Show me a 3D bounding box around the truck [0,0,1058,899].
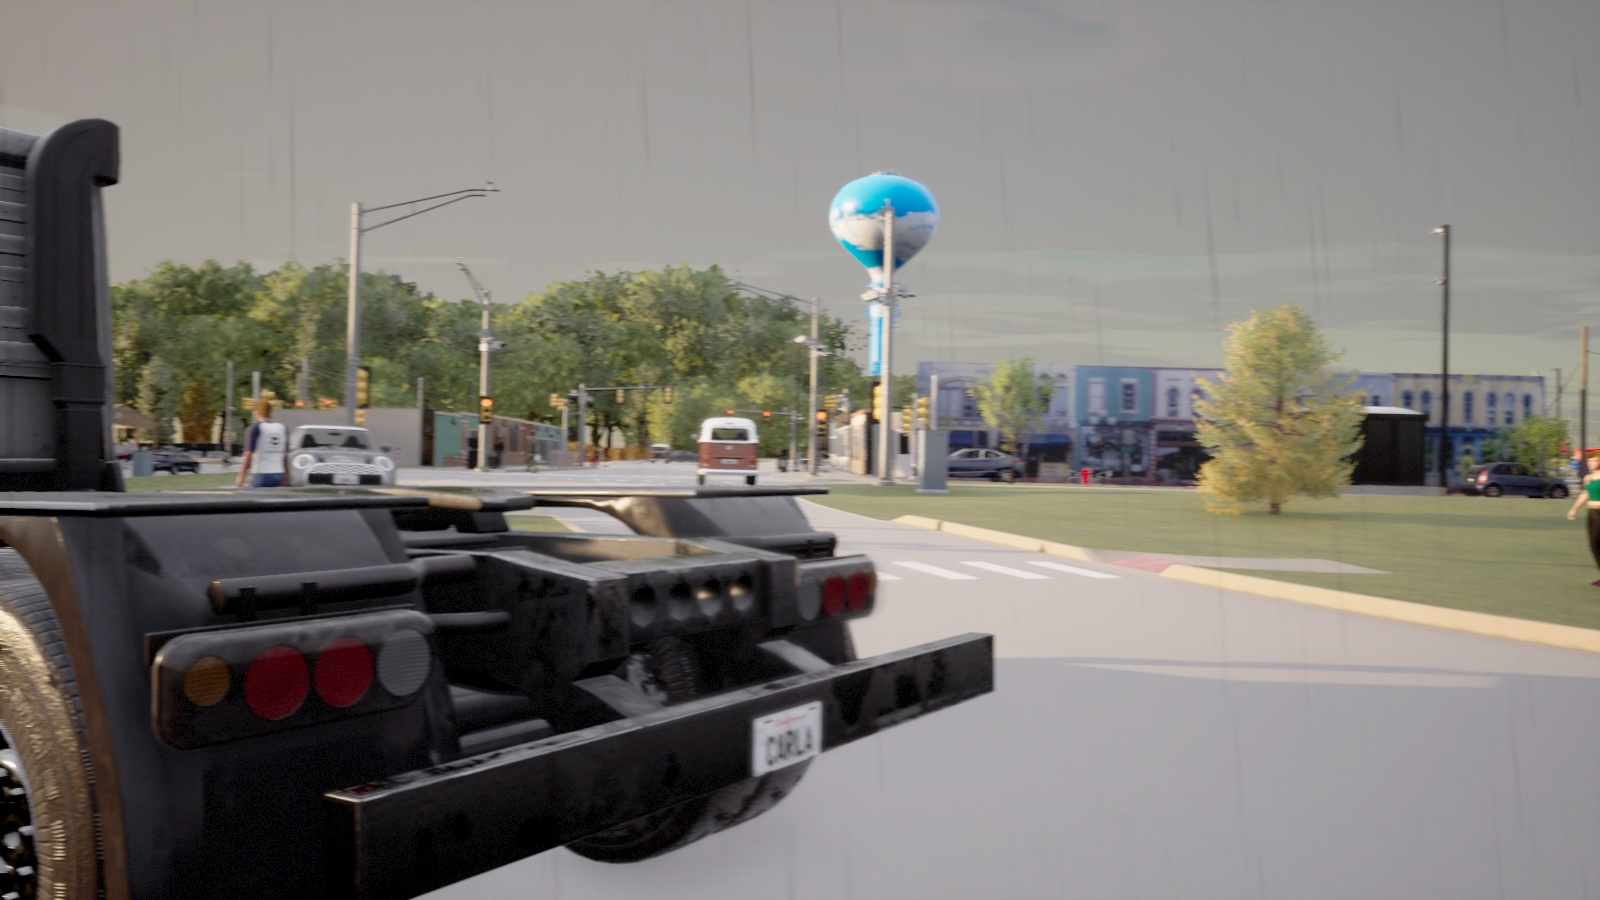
[{"bbox_3d":[-3.257,-0.185,5.342,7.936,3.462,2.891,-2,-1,33],"label":"truck"}]

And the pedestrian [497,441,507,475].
[{"bbox_3d":[-16.996,0.445,71.676,0.402,1.930,0.666,0,-1,1],"label":"pedestrian"}]

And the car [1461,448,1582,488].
[{"bbox_3d":[30.142,0.748,52.523,3.988,1.617,1.851,0,-1,-1],"label":"car"}]

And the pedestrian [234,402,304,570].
[{"bbox_3d":[-5.932,0.398,14.031,0.706,1.836,0.354,0,-1,30],"label":"pedestrian"}]

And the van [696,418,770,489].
[{"bbox_3d":[-2.120,0.108,38.407,2.069,2.038,4.480,0,0,-5],"label":"van"}]

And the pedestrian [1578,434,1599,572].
[{"bbox_3d":[10.858,0.711,16.877,0.594,1.836,0.345,0,-1,-7],"label":"pedestrian"}]

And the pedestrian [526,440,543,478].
[{"bbox_3d":[-13.000,0.448,61.537,0.726,1.842,0.402,0,-1,2],"label":"pedestrian"}]

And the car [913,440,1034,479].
[{"bbox_3d":[7.654,0.443,55.834,5.027,1.651,2.152,1,-1,-1],"label":"car"}]

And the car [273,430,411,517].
[{"bbox_3d":[-8.613,0.399,23.418,1.970,1.475,3.806,1,0,-26],"label":"car"}]
